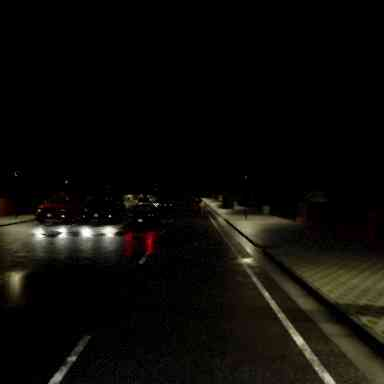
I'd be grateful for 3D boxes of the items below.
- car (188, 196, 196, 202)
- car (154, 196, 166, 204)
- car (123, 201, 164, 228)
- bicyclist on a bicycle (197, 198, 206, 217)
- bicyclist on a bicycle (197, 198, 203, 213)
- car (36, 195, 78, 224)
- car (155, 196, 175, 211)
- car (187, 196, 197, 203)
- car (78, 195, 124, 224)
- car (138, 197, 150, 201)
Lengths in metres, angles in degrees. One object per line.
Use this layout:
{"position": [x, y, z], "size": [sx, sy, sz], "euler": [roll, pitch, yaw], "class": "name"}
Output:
{"position": [-0.008, 1.644, 82.222], "size": [2.033, 1.411, 5.357], "euler": [0, 0, 0], "class": "car"}
{"position": [-6.509, 1.611, 67.929], "size": [1.812, 1.442, 4.674], "euler": [0, 0, 0], "class": "car"}
{"position": [-3.152, 1.547, 22.539], "size": [1.812, 1.442, 4.674], "euler": [0, 0, 0], "class": "car"}
{"position": [0.887, 1.468, 29.670], "size": [0.866, 1.612, 1.509], "euler": [0, 0, 0], "class": "bicyclist on a bicycle"}
{"position": [0.889, 1.495, 38.078], "size": [0.582, 1.620, 1.656], "euler": [0, 0, 0], "class": "bicyclist on a bicycle"}
{"position": [-9.850, 1.246, 25.660], "size": [2.150, 2.045, 5.566], "euler": [0, 0, 0], "class": "car"}
{"position": [-3.154, 1.593, 41.583], "size": [2.033, 1.411, 5.357], "euler": [0, 0, 0], "class": "car"}
{"position": [0.034, 1.644, 69.294], "size": [1.994, 1.385, 4.181], "euler": [0, 0, 1], "class": "car"}
{"position": [-6.600, 1.247, 25.637], "size": [2.150, 2.045, 5.566], "euler": [0, 0, 0], "class": "car"}
{"position": [-9.759, 1.628, 67.928], "size": [2.033, 1.411, 5.357], "euler": [0, 0, 0], "class": "car"}
